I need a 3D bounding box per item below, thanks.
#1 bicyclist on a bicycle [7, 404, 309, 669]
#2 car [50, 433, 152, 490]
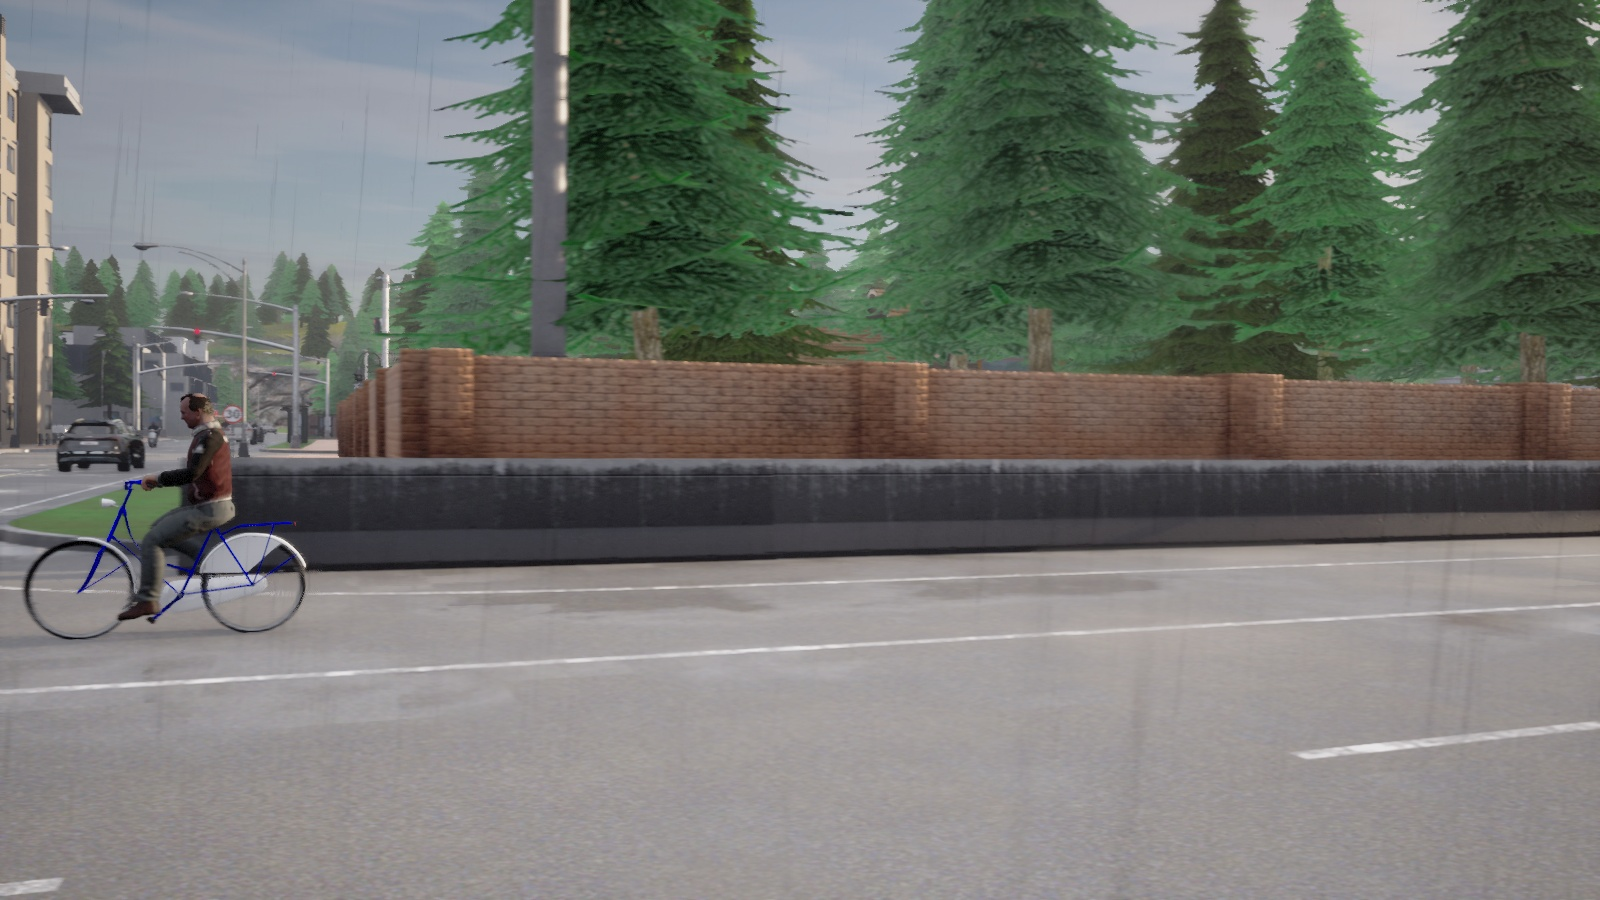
[{"bbox_3d":[-4.540,0.571,9.026,1.843,1.776,0.659,-1,0,-19],"label":"bicyclist on a bicycle"},{"bbox_3d":[-21.989,0.300,39.695,2.033,1.649,4.856,-1,1,-20],"label":"car"}]
